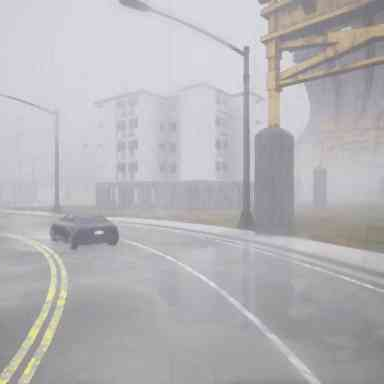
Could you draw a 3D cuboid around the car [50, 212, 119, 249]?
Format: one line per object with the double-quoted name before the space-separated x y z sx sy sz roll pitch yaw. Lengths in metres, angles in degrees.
"car" -4.846 1.569 14.723 1.994 1.385 4.181 0 0 -36
